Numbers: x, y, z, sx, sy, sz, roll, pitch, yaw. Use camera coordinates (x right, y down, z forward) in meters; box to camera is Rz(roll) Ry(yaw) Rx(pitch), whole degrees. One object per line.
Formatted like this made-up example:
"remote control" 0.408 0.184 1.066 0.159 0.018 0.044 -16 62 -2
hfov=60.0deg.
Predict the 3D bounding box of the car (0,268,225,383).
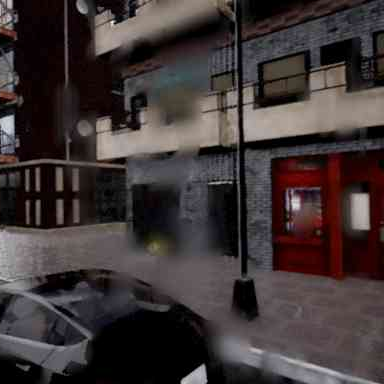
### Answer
"car" -1.674 1.605 3.923 4.313 1.339 1.947 -1 -1 35
